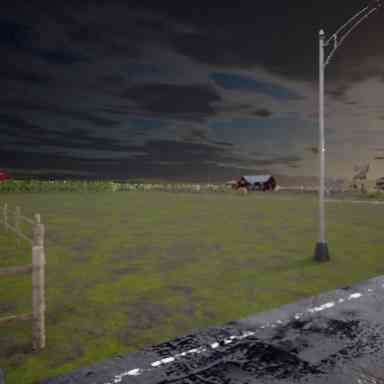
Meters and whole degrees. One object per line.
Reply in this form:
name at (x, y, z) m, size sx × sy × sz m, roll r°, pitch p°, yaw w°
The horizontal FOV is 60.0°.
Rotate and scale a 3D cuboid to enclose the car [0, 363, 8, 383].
car at (-3.037, 1.532, 0.906) m, size 4.674 × 1.442 × 1.812 m, roll 0°, pitch 0°, yaw -36°
